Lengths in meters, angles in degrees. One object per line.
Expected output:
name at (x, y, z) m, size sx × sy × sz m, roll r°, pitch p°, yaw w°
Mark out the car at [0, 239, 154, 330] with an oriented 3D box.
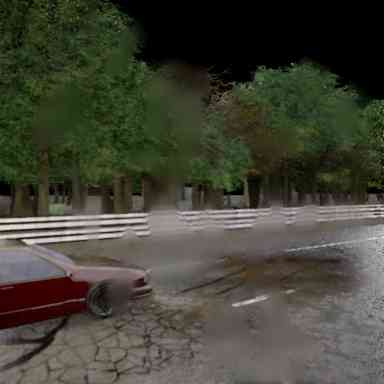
car at (-3.368, 1.540, 5.620) m, size 5.357 × 1.411 × 2.033 m, roll 0°, pitch 0°, yaw -35°
